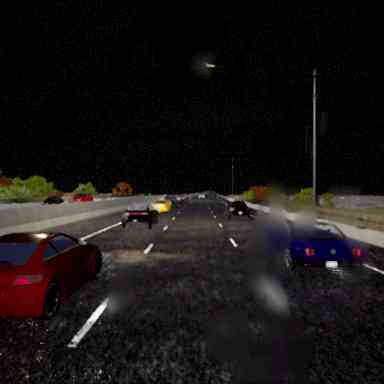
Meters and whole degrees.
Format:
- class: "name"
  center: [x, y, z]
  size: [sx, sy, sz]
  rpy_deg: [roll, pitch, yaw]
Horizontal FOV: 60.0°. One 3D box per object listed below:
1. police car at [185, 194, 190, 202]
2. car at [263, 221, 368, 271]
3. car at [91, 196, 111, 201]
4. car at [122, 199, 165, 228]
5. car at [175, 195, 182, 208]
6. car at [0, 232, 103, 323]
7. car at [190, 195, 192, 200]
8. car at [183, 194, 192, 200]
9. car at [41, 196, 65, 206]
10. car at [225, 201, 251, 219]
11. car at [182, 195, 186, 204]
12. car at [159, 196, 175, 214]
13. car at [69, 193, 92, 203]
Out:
- class: "police car"
  center: [-2.157, 1.440, 67.644]
  size: [2.038, 1.542, 4.974]
  rpy_deg: [0, 0, 2]
- class: "car"
  center: [3.642, 1.579, 10.830]
  size: [1.895, 1.301, 4.718]
  rpy_deg: [0, 0, 0]
- class: "car"
  center: [-13.306, 1.528, 50.859]
  size: [1.895, 1.301, 4.718]
  rpy_deg: [0, 0, 2]
- class: "car"
  center: [-3.252, 1.451, 21.610]
  size: [2.128, 1.511, 4.902]
  rpy_deg: [0, 0, 1]
- class: "car"
  center: [-2.884, 1.290, 45.690]
  size: [2.097, 1.767, 4.553]
  rpy_deg: [0, 0, 2]
- class: "car"
  center: [-3.375, 1.546, 7.252]
  size: [1.994, 1.385, 4.181]
  rpy_deg: [0, 0, 0]
- class: "car"
  center: [-1.690, 1.434, 78.602]
  size: [2.128, 1.511, 4.902]
  rpy_deg: [0, 0, 3]
- class: "car"
  center: [-1.154, 1.304, 89.527]
  size: [2.097, 1.767, 4.553]
  rpy_deg: [0, 0, 3]
- class: "car"
  center: [-20.365, 1.428, 48.857]
  size: [1.837, 1.490, 4.892]
  rpy_deg: [0, 0, 2]
- class: "car"
  center: [3.850, 1.480, 28.461]
  size: [1.812, 1.442, 4.674]
  rpy_deg: [0, 0, 1]
- class: "car"
  center: [-2.554, 1.534, 56.713]
  size: [1.895, 1.301, 4.718]
  rpy_deg: [0, 0, 2]
- class: "car"
  center: [-3.138, 1.402, 34.945]
  size: [1.801, 1.575, 5.366]
  rpy_deg: [0, 0, 1]
- class: "car"
  center: [-16.807, 1.147, 50.804]
  size: [2.150, 2.045, 5.566]
  rpy_deg: [0, 0, 2]
